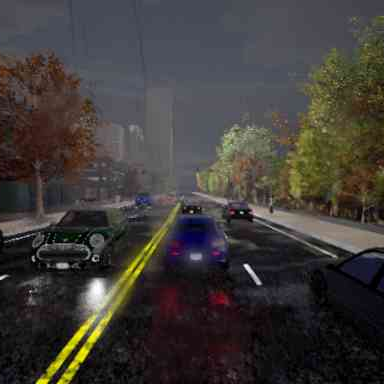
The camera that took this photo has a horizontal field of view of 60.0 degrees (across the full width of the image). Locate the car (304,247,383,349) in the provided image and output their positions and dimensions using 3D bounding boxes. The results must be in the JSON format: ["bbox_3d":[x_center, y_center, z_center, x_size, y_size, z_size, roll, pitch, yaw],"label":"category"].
[{"bbox_3d":[3.347,1.526,4.795,2.033,1.411,5.357,0,0,0],"label":"car"}]

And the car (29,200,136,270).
[{"bbox_3d":[-3.356,1.303,10.845,2.097,1.767,4.553,0,0,0],"label":"car"}]

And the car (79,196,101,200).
[{"bbox_3d":[-20.703,1.522,67.669,4.313,1.339,1.947,-1,1,-1],"label":"car"}]

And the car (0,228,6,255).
[{"bbox_3d":[-6.603,1.454,8.156,2.128,1.511,4.902,0,0,0],"label":"car"}]

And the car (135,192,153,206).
[{"bbox_3d":[-7.005,1.006,49.075,2.150,2.045,5.566,0,0,-1],"label":"car"}]

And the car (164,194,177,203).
[{"bbox_3d":[-3.863,1.089,59.436,2.097,1.767,4.553,0,0,-1],"label":"car"}]

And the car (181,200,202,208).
[{"bbox_3d":[-0.054,1.460,31.729,1.895,1.301,4.718,0,0,-1],"label":"car"}]

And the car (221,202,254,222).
[{"bbox_3d":[3.295,1.436,24.781,2.033,1.411,5.357,0,0,-1],"label":"car"}]

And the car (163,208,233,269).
[{"bbox_3d":[0.111,1.477,10.791,1.812,1.442,4.674,0,0,0],"label":"car"}]
